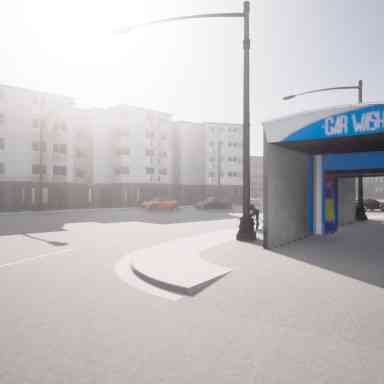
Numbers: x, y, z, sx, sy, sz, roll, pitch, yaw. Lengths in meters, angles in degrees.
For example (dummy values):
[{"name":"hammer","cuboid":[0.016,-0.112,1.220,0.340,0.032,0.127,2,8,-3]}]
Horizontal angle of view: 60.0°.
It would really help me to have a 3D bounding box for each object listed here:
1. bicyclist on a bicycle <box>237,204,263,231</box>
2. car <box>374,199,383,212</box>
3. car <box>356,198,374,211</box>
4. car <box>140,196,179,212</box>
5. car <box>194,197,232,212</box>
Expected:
[{"name":"bicyclist on a bicycle","cuboid":[3.193,1.301,18.294,1.656,1.620,0.582,0,0,38]},{"name":"car","cuboid":[22.873,1.526,36.575,4.674,1.442,1.812,0,0,-18]},{"name":"car","cuboid":[20.987,1.505,39.644,4.892,1.490,1.837,0,0,-18]},{"name":"car","cuboid":[-3.818,1.352,39.013,4.553,1.767,2.097,0,0,-38]},{"name":"car","cuboid":[2.502,1.352,39.303,4.553,1.767,2.097,0,0,-32]}]
